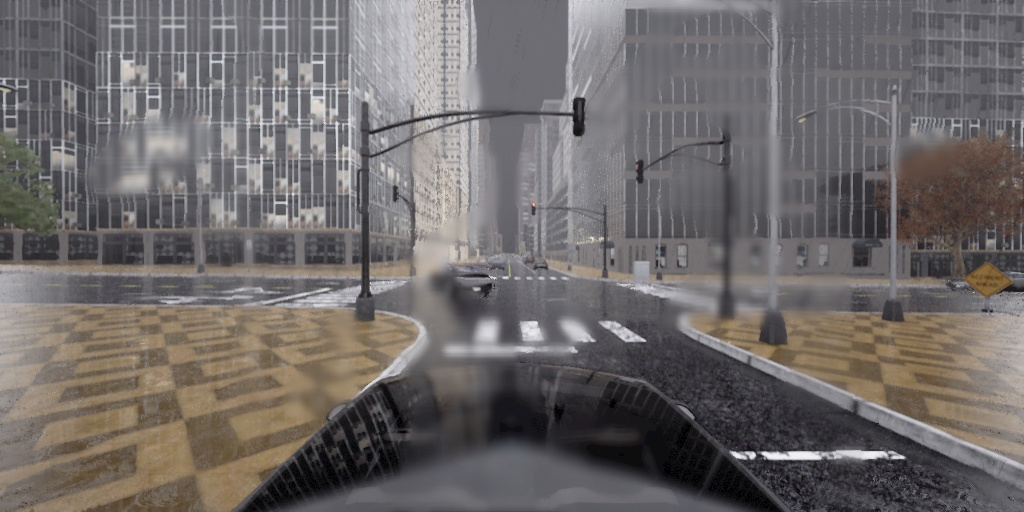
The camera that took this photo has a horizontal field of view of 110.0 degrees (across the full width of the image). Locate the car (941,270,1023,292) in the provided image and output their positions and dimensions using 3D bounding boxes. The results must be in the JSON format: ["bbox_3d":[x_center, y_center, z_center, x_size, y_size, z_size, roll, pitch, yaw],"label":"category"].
[{"bbox_3d":[35.746,1.851,26.670,5.357,1.411,2.033,1,0,-3],"label":"car"}]

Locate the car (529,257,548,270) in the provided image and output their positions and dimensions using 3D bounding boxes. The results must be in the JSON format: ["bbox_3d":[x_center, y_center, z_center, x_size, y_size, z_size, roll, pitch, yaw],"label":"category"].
[{"bbox_3d":[3.663,1.116,46.709,1.948,1.339,4.313,0,0,-1],"label":"car"}]

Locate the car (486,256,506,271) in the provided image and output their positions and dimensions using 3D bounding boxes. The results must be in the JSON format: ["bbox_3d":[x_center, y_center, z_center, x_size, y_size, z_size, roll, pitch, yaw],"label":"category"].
[{"bbox_3d":[-1.770,1.109,44.414,2.033,1.411,5.357,0,0,0],"label":"car"}]

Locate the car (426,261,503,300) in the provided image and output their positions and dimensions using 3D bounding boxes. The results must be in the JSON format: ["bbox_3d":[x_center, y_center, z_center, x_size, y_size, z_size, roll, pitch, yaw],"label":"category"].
[{"bbox_3d":[-2.650,1.148,17.185,2.128,1.511,4.902,2,0,-29],"label":"car"}]

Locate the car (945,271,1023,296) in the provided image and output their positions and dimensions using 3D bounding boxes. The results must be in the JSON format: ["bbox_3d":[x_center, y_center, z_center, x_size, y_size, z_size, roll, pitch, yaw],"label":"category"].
[{"bbox_3d":[31.214,1.730,23.179,4.902,1.511,2.128,1,0,-3],"label":"car"}]

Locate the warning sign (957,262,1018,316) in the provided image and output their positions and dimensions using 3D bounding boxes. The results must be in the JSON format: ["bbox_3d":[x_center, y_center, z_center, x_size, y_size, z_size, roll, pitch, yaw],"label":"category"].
[{"bbox_3d":[17.212,1.152,12.988,1.060,1.860,1.300,0,0,-3],"label":"warning sign"}]

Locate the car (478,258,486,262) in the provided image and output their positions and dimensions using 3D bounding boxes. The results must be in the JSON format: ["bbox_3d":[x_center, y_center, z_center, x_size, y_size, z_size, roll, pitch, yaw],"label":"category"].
[{"bbox_3d":[-4.322,1.103,52.155,1.802,1.307,4.207,0,0,-1],"label":"car"}]
